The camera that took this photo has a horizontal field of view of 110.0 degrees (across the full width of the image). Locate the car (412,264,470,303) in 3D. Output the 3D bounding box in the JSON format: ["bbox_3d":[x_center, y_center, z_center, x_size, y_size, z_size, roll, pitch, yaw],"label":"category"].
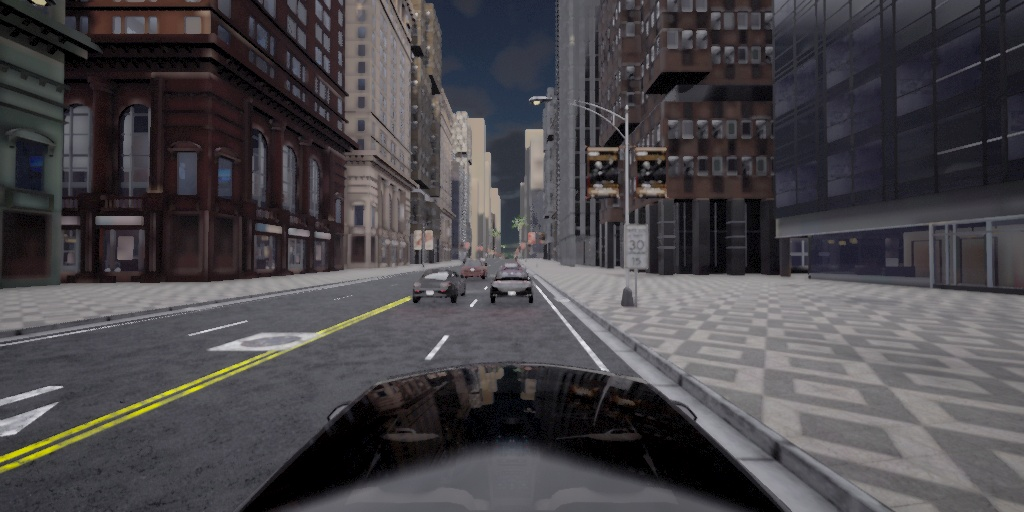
[{"bbox_3d":[-3.250,1.289,16.502,1.812,1.442,4.674,0,0,0],"label":"car"}]

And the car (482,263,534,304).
[{"bbox_3d":[0.000,1.251,16.502,2.128,1.511,4.902,0,0,0],"label":"car"}]

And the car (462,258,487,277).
[{"bbox_3d":[-3.250,1.133,31.473,2.097,1.767,4.553,0,0,0],"label":"car"}]
